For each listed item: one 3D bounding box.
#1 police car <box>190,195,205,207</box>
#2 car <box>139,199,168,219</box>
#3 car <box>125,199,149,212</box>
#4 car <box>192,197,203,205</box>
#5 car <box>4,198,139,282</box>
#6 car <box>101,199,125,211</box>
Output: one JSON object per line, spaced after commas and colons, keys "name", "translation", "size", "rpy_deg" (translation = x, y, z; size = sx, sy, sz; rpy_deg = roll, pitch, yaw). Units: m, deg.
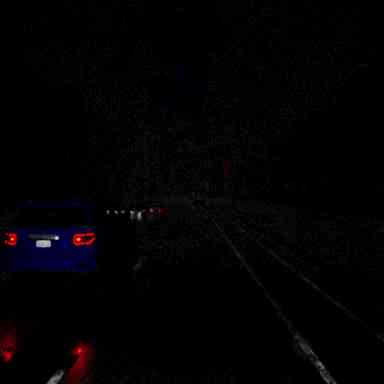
{"name": "police car", "translation": [0.986, 1.455, 50.839], "size": [1.930, 1.638, 5.238], "rpy_deg": [0, 0, 0]}
{"name": "car", "translation": [-3.145, 1.505, 28.442], "size": [2.033, 1.411, 5.357], "rpy_deg": [0, 0, 0]}
{"name": "car", "translation": [-6.587, 1.542, 40.475], "size": [2.033, 1.411, 5.357], "rpy_deg": [0, 0, 0]}
{"name": "car", "translation": [0.989, 1.597, 60.730], "size": [1.812, 1.442, 4.674], "rpy_deg": [0, 0, 0]}
{"name": "car", "translation": [-3.149, 1.182, 9.740], "size": [2.150, 2.045, 5.566], "rpy_deg": [0, 0, 0]}
{"name": "car", "translation": [-9.830, 1.563, 41.858], "size": [1.994, 1.385, 4.181], "rpy_deg": [0, 0, 0]}
